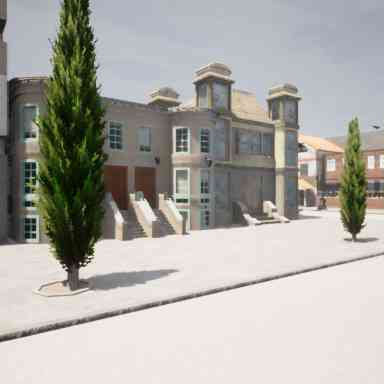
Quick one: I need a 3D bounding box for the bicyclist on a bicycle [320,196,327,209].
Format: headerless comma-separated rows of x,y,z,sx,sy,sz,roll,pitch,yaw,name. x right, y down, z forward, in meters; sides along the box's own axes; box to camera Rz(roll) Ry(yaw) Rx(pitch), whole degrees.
16.029,1.348,40.705,1.656,1.620,0.582,0,0,-35,bicyclist on a bicycle

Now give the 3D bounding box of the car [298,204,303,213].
9.462,1.490,35.450,2.128,1.511,4.902,0,0,-35,car
